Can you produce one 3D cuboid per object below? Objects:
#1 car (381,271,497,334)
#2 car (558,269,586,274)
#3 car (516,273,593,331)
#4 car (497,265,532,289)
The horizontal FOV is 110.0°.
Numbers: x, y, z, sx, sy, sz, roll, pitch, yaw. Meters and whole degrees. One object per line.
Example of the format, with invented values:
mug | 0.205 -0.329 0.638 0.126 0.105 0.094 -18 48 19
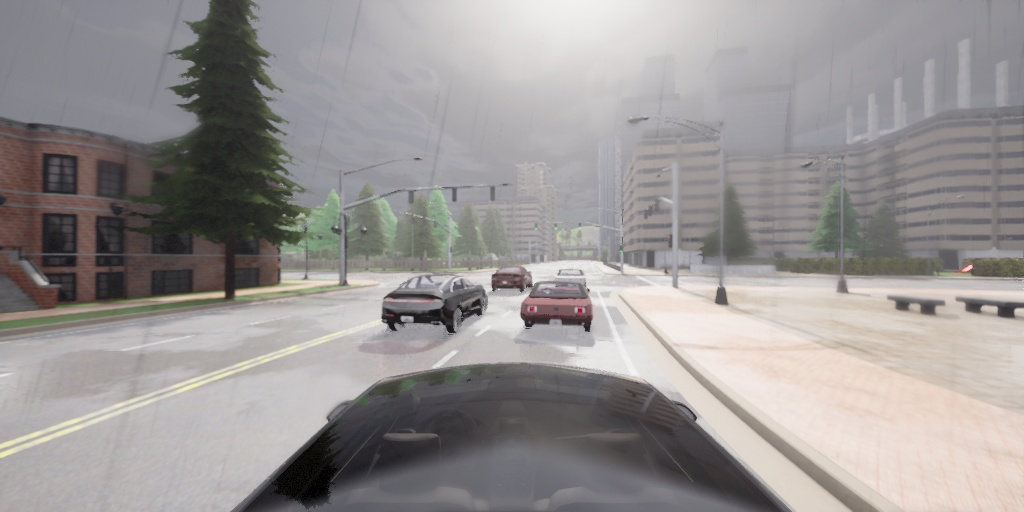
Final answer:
car | -2.076 1.287 10.853 2.128 1.511 4.902 0 0 9
car | 3.891 1.481 23.587 1.895 1.301 4.718 0 0 12
car | 1.512 1.407 11.307 1.895 1.301 4.718 0 0 10
car | 0.081 1.341 22.384 1.882 1.535 5.008 0 0 11
